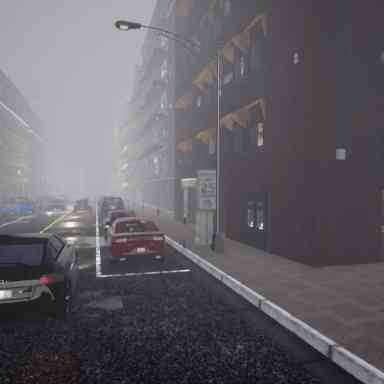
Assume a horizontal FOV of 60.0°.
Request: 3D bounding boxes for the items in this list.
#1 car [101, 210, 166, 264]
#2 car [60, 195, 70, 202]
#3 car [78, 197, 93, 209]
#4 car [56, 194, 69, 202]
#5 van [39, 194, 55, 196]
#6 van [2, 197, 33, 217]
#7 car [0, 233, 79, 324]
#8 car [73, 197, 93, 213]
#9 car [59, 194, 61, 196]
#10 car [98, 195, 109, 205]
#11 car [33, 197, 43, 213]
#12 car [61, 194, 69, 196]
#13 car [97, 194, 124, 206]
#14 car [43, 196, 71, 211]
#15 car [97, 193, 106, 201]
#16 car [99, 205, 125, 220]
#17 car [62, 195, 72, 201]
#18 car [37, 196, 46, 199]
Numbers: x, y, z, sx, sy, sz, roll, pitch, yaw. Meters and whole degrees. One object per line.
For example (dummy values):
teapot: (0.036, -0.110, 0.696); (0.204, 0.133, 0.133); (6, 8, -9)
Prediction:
car: (-2.098, 1.542, 11.785); (1.887, 1.381, 4.507); (-1, 0, -16)
car: (-30.442, 1.429, 79.921); (1.967, 1.590, 4.097); (-1, 0, -16)
car: (-14.978, 1.467, 46.839); (1.882, 1.535, 5.008); (0, 0, -16)
car: (-28.876, 1.303, 74.478); (2.192, 1.841, 5.009); (-1, 0, -16)
van: (-21.021, 1.326, 47.270); (1.690, 1.788, 3.998); (-1, 0, -16)
van: (-16.304, 1.327, 30.945); (1.690, 1.788, 3.998); (-1, 0, -16)
car: (-3.532, 1.561, 7.083); (1.994, 1.385, 4.181); (0, 0, -16)
car: (-12.074, 1.516, 36.932); (1.812, 1.442, 4.674); (0, 0, -16)
car: (-22.616, 1.300, 52.704); (2.192, 1.841, 5.009); (-1, 0, -16)
car: (-16.111, 1.432, 60.440); (1.967, 1.590, 4.097); (-1, 0, -16)
car: (-17.869, 1.568, 36.389); (1.802, 1.307, 4.206); (-1, 0, -16)
car: (-27.306, 1.537, 69.036); (2.008, 1.369, 4.403); (-1, 0, -16)
car: (-6.708, 1.308, 27.782); (2.192, 1.841, 5.009); (-1, 0, -16)
car: (-16.157, 1.535, 40.079); (2.033, 1.411, 5.357); (0, 0, -16)
car: (-23.950, 1.311, 87.652); (2.192, 1.841, 5.009); (-1, 0, -16)
car: (-3.570, 1.562, 16.899); (1.947, 1.339, 4.313); (-1, 0, -16)
car: (-32.008, 1.556, 85.364); (1.947, 1.339, 4.313); (-1, 0, -16)
car: (-19.439, 1.567, 41.830); (1.802, 1.307, 4.206); (-1, 0, -16)
